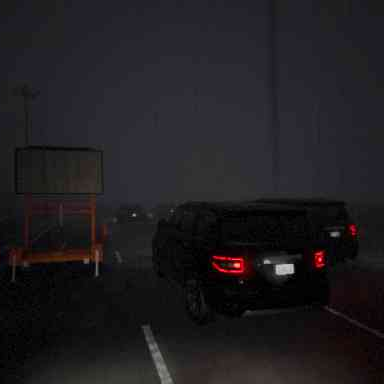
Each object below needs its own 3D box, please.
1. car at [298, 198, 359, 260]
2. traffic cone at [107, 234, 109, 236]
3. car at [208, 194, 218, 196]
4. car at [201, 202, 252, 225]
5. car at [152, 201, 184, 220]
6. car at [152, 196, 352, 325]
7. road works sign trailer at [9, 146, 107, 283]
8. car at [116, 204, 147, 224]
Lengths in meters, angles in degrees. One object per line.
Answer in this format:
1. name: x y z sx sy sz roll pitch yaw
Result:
1. car: 3.055 1.226 11.460 2.150 2.045 5.566 0 0 -17
2. traffic cone: -4.453 1.961 17.040 0.340 0.580 0.340 0 0 -17
3. car: 3.568 1.238 65.420 3.866 1.878 1.905 0 0 -17
4. car: 2.498 1.557 25.657 2.033 1.411 5.357 0 0 -16
5. car: -2.200 1.574 29.194 1.994 1.385 4.181 0 0 -17
6. car: 0.578 1.225 7.453 2.150 2.045 5.566 0 0 -17
7. road works sign trailer: -3.891 0.467 9.906 2.380 3.560 2.880 0 0 -17
8. car: -4.566 1.572 24.858 1.994 1.385 4.181 0 0 -17
